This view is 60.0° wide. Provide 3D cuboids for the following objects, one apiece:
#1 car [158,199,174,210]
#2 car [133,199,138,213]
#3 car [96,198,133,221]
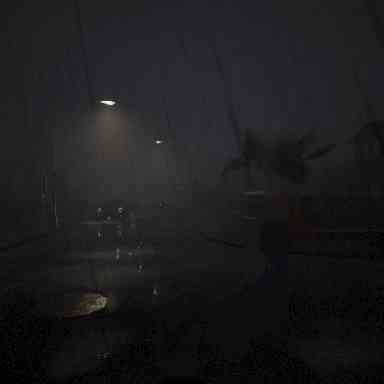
[{"bbox_3d":[-3.353,1.601,42.760,1.895,1.301,4.718,0,0,-4],"label":"car"},{"bbox_3d":[-7.098,1.505,37.171,1.837,1.490,4.892,0,0,-4],"label":"car"},{"bbox_3d":[-6.304,1.352,26.832,2.097,1.767,4.553,0,0,-4],"label":"car"}]
